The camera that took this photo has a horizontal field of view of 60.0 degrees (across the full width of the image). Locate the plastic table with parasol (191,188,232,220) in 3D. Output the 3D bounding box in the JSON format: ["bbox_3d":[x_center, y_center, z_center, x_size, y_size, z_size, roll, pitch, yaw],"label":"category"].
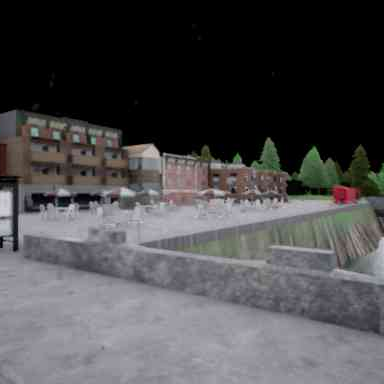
[{"bbox_3d":[1.613,0.940,27.657,2.482,2.480,2.482,0,0,36],"label":"plastic table with parasol"}]
